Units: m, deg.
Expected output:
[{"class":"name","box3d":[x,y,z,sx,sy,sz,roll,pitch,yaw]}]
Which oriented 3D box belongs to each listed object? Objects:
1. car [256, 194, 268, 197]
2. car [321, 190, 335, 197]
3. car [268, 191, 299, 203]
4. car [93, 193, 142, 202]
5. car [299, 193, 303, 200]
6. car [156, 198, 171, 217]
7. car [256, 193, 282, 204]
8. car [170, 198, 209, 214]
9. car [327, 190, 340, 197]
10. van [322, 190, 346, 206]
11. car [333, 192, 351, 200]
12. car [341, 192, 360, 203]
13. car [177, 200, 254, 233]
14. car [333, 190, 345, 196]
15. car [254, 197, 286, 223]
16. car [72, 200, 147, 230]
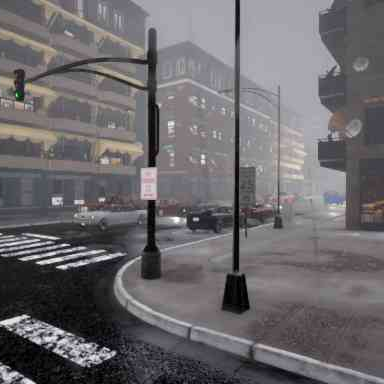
[{"class":"car","box3d":[5.782,1.013,34.279,1.837,1.490,4.892,1,1,35]},{"class":"car","box3d":[29.822,0.379,72.941,1.887,1.381,4.507,2,2,35]},{"class":"car","box3d":[11.488,0.718,42.339,2.097,1.767,4.553,1,1,36]},{"class":"car","box3d":[-5.436,1.031,22.821,2.192,1.841,5.009,2,2,35]},{"class":"car","box3d":[17.000,0.720,54.718,1.947,1.339,4.313,2,2,35]},{"class":"car","box3d":[-2.233,1.181,27.383,1.887,1.381,4.507,2,2,35]},{"class":"car","box3d":[10.589,0.881,45.606,1.947,1.339,4.313,2,2,35]},{"class":"car","box3d":[0.529,1.203,26.843,1.994,1.385,4.181,1,1,34]},{"class":"car","box3d":[33.027,0.337,77.497,1.802,1.307,4.206,2,2,35]},{"class":"van","box3d":[17.422,0.721,40.748,1.690,1.788,3.998,2,2,35]},{"class":"car","box3d":[25.871,0.696,57.282,1.895,1.301,4.718,1,1,35]},{"class":"car","box3d":[23.831,0.764,49.863,1.887,1.381,4.507,2,2,35]},{"class":"car","box3d":[1.392,1.348,17.974,1.947,1.339,4.313,2,2,35]},{"class":"car","box3d":[36.233,0.257,82.053,1.802,1.307,4.206,2,2,35]},{"class":"car","box3d":[4.598,1.283,22.529,1.802,1.307,4.206,2,2,35]},{"class":"car","box3d":[-4.565,1.368,19.578,1.895,1.301,4.718,1,1,35]}]
